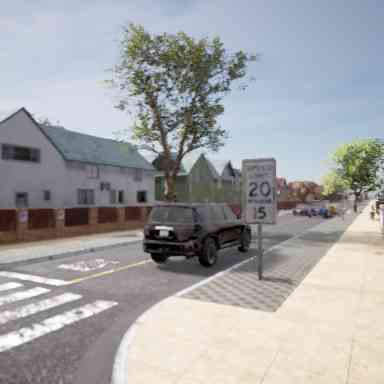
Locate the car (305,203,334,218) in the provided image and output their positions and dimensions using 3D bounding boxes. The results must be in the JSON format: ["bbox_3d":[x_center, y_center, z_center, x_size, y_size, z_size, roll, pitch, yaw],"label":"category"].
[{"bbox_3d":[15.115,2.081,39.270,2.097,1.767,4.553,-1,-1,29],"label":"car"}]

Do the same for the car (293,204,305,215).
[{"bbox_3d":[14.822,2.336,44.585,2.128,1.511,4.902,-1,-1,29],"label":"car"}]

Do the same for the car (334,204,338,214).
[{"bbox_3d":[19.939,2.389,48.235,1.882,1.535,5.008,-1,-1,29],"label":"car"}]

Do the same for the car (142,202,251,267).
[{"bbox_3d":[0.428,1.394,12.391,2.150,2.045,5.566,-1,-1,29],"label":"car"}]
